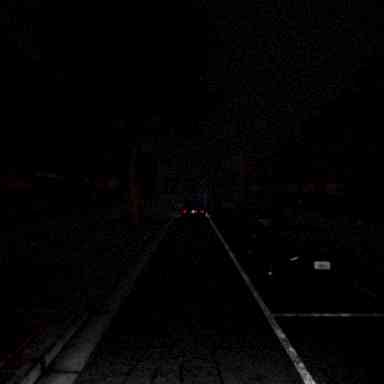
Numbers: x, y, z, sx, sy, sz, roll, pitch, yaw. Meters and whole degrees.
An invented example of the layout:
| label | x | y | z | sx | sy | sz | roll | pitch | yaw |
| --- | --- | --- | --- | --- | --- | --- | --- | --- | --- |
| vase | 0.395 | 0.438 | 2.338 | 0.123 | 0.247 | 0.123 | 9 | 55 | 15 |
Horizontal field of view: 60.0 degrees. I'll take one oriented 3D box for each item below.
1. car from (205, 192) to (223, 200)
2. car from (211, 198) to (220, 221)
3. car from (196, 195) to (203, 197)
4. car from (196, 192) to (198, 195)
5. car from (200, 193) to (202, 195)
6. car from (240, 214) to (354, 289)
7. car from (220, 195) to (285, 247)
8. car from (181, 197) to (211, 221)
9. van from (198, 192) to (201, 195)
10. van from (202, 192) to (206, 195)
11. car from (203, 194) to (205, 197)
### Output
| label | x | y | z | sx | sy | sz | roll | pitch | yaw |
| --- | --- | --- | --- | --- | --- | --- | --- | --- | --- |
| car | 2.650 | 1.132 | 30.995 | 2.192 | 1.841 | 5.009 | 1 | 0 | 0 |
| car | 2.647 | 1.395 | 25.455 | 1.887 | 1.381 | 4.507 | 1 | 0 | 0 |
| car | 0.101 | 1.354 | 41.831 | 1.895 | 1.301 | 4.718 | 0 | 0 | 0 |
| car | 2.648 | 0.981 | 80.861 | 1.967 | 1.590 | 4.097 | 1 | 0 | 0 |
| car | 2.647 | 1.252 | 53.159 | 1.947 | 1.339 | 4.313 | 1 | 0 | 0 |
| car | 2.647 | 1.514 | 8.833 | 1.947 | 1.339 | 4.313 | 1 | 0 | 0 |
| car | 2.650 | 1.230 | 14.372 | 2.192 | 1.841 | 5.009 | 1 | 0 | 0 |
| car | 0.095 | 1.397 | 25.479 | 2.033 | 1.411 | 5.357 | 0 | 0 | 0 |
| van | 2.649 | 0.936 | 69.779 | 1.690 | 1.788 | 3.998 | 1 | 0 | 0 |
| van | 2.650 | 1.060 | 47.617 | 1.690 | 1.788 | 3.998 | 1 | 0 | 0 |
| car | 2.648 | 1.296 | 42.078 | 1.887 | 1.381 | 4.507 | 1 | 0 | 0 |
